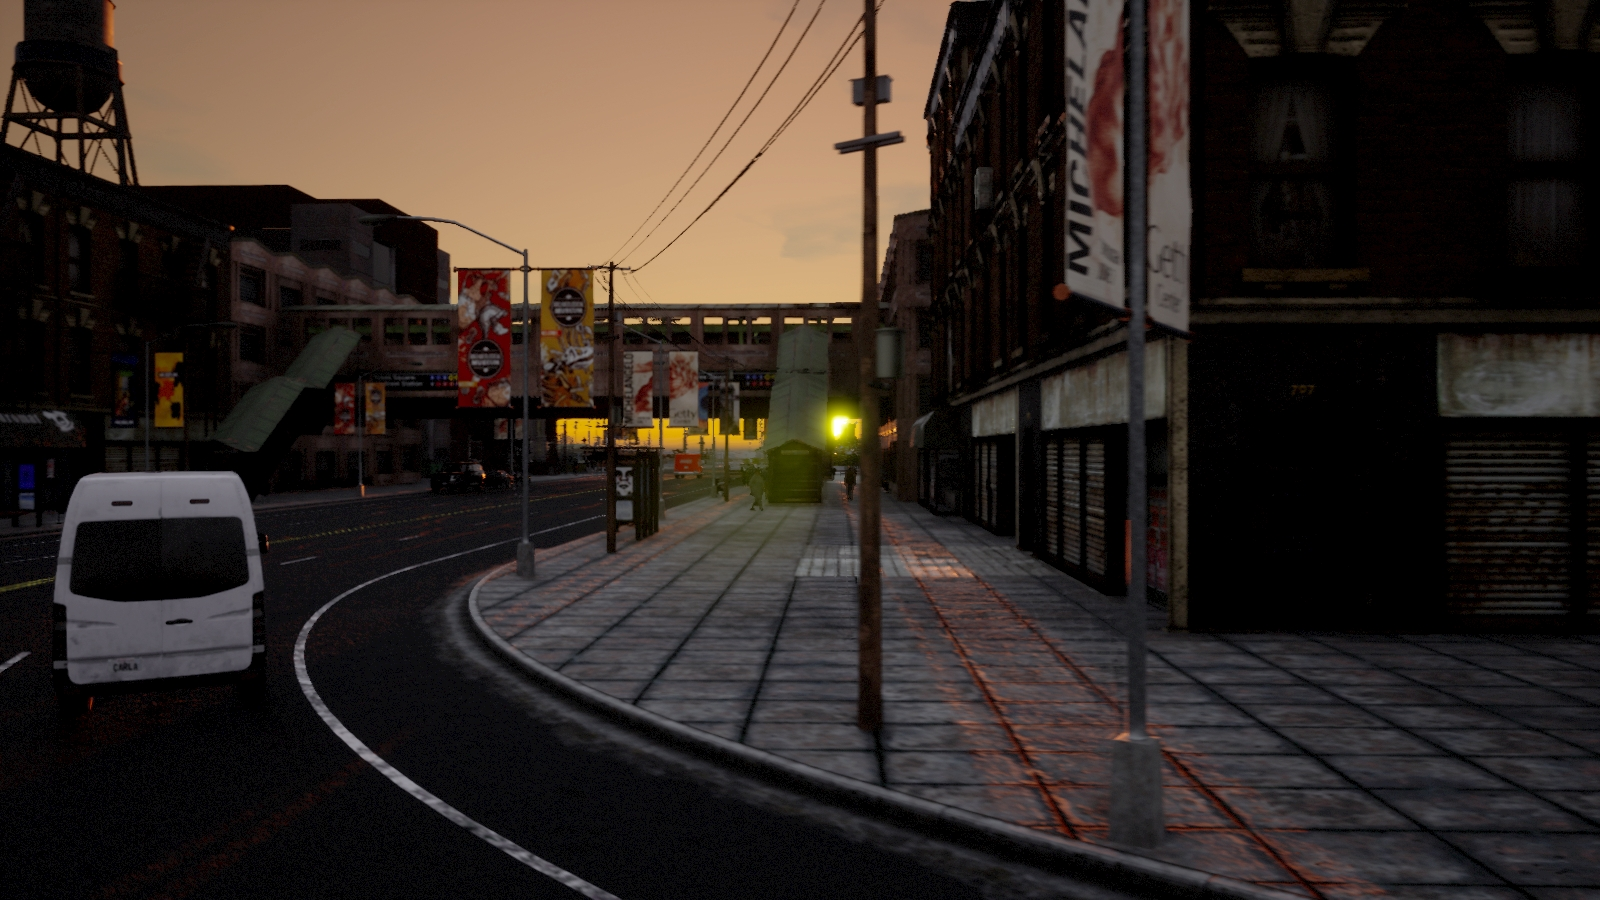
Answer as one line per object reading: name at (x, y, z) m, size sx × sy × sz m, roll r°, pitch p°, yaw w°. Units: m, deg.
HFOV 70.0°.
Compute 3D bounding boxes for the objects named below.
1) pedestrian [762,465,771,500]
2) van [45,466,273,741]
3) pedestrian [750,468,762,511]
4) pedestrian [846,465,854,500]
pedestrian at (-1.774, 1.714, 60.694) m, size 0.375 × 1.860 × 0.375 m, roll 0°, pitch 0°, yaw 15°
van at (-7.783, 1.536, 14.157) m, size 1.988 × 2.561 × 5.915 m, roll -1°, pitch 0°, yaw -27°
pedestrian at (-1.892, 1.711, 49.586) m, size 0.375 × 1.860 × 0.375 m, roll 0°, pitch 0°, yaw -35°
pedestrian at (2.648, 1.716, 60.795) m, size 0.375 × 1.860 × 0.375 m, roll 0°, pitch 0°, yaw -5°
